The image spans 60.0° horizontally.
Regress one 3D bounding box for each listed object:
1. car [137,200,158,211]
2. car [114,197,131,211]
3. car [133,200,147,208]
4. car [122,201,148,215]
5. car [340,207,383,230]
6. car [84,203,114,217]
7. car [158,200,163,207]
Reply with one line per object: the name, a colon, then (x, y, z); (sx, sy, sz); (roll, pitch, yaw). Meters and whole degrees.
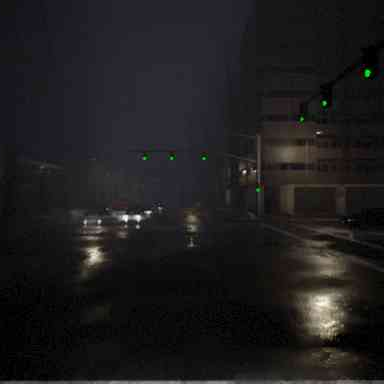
car: (-7.139, 2.143, 52.462); (2.128, 1.511, 4.902); (0, -1, 0)
car: (-10.639, 1.856, 51.124); (2.150, 2.045, 5.566); (0, -1, 0)
car: (-10.570, 2.382, 67.686); (2.033, 1.411, 5.357); (0, -1, 0)
car: (-7.135, 2.123, 42.110); (1.895, 1.301, 4.718); (0, -1, 0)
car: (12.795, 1.794, 22.892); (4.892, 1.490, 1.837); (0, -1, -1)
car: (-10.636, 1.992, 37.653); (1.812, 1.442, 4.674); (0, 0, 0)
car: (-7.073, 2.341, 67.837); (1.837, 1.490, 4.892); (0, -1, 0)
